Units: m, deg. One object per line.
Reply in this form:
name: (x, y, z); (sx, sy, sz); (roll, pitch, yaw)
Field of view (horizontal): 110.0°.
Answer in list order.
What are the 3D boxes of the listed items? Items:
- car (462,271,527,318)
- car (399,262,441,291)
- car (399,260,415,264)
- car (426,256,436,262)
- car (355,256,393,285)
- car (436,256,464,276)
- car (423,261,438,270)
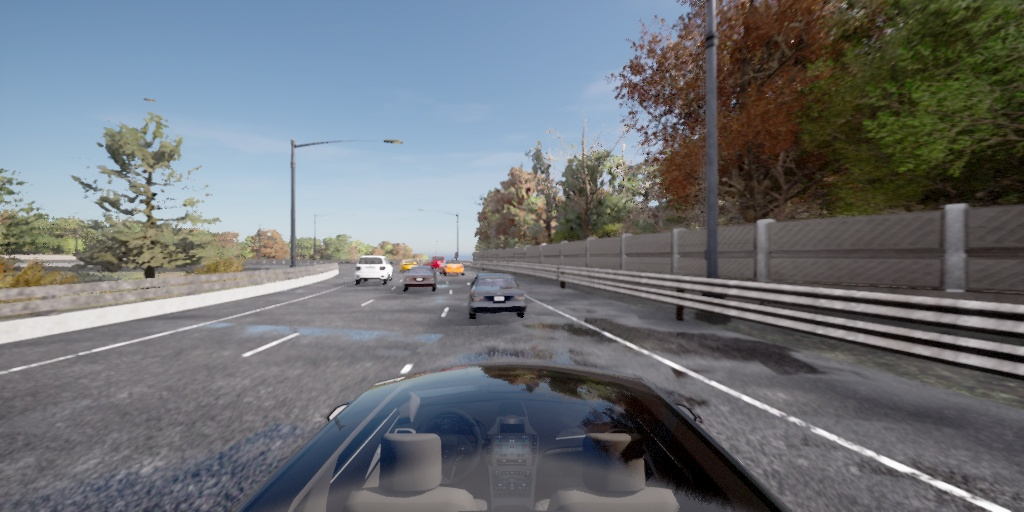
car: (-0.650, 1.301, 13.051); (2.033, 1.411, 5.357); (0, 0, -6)
car: (-5.574, 1.319, 22.029); (2.033, 1.411, 5.357); (0, 0, -12)
car: (-13.555, 1.280, 46.676); (1.882, 1.535, 5.008); (0, 0, -24)
car: (-10.258, 1.011, 48.758); (2.150, 2.045, 5.566); (0, 0, -20)
car: (-10.281, 1.010, 26.937); (2.150, 2.045, 5.566); (0, 0, -14)
car: (-6.488, 1.128, 38.072); (2.097, 1.767, 4.553); (0, 0, -19)
car: (-12.685, 1.400, 55.690); (1.895, 1.301, 4.718); (0, 0, -16)
